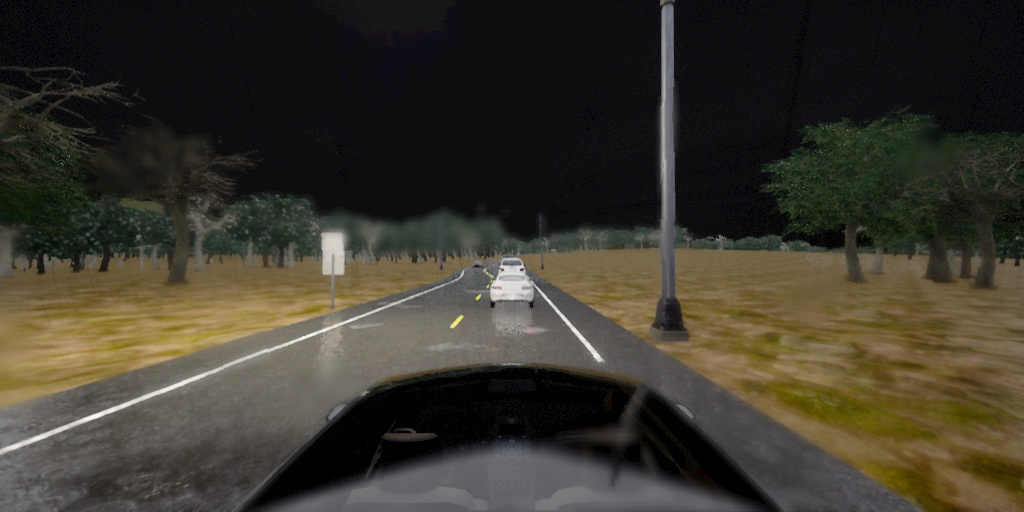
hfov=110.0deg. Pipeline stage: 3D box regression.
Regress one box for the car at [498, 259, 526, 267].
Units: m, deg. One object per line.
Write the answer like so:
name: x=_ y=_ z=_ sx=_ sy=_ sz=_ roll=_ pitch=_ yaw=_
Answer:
car: x=0.001 y=1.242 z=30.870 sx=2.150 sy=2.045 sz=5.566 roll=0 pitch=0 yaw=0

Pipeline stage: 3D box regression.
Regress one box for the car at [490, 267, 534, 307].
car: x=0.005 y=1.413 z=16.254 sx=1.812 sy=1.442 sz=4.674 roll=0 pitch=0 yaw=0
